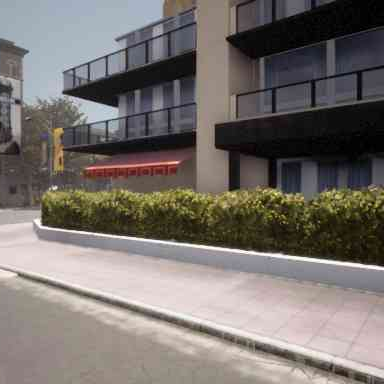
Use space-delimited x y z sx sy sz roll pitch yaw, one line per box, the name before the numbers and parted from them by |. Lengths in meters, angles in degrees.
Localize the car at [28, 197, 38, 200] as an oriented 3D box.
car | -34.495 1.480 68.404 4.892 1.521 2.231 0 0 37
